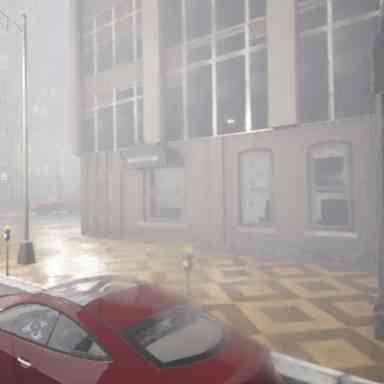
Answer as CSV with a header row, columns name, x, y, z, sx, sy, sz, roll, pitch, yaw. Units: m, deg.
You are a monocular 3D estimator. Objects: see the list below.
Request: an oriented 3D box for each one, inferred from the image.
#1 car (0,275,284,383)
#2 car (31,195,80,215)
name,x,y,z,sx,sy,sz,roll,pitch,yaw
car,-1.152,1.586,3.556,4.206,1.307,1.802,0,-1,36
car,-13.146,1.259,32.953,5.009,1.841,2.192,-1,0,-43
